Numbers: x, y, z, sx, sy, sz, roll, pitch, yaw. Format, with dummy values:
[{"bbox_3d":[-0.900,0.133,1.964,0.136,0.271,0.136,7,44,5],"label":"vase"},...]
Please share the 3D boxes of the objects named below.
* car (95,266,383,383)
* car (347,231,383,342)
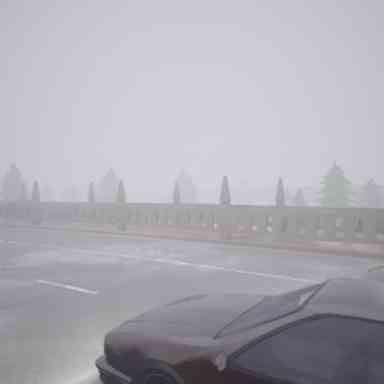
[{"bbox_3d":[1.583,1.532,2.764,5.357,1.411,2.033,0,0,35],"label":"car"},{"bbox_3d":[5.206,1.517,4.489,5.357,1.411,2.033,0,0,36],"label":"car"}]
